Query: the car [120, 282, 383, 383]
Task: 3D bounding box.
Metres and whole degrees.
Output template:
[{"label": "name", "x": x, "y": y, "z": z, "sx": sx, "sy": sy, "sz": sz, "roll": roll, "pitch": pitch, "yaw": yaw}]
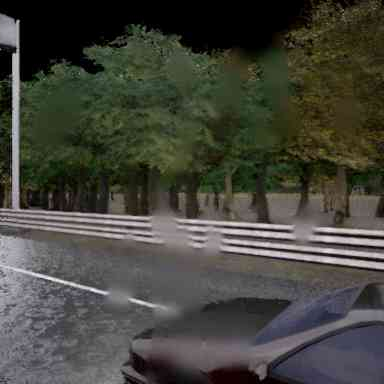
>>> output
[{"label": "car", "x": 1.874, "y": 1.548, "z": 2.657, "sx": 5.357, "sy": 1.411, "sz": 2.033, "roll": 0, "pitch": 0, "yaw": 35}]
